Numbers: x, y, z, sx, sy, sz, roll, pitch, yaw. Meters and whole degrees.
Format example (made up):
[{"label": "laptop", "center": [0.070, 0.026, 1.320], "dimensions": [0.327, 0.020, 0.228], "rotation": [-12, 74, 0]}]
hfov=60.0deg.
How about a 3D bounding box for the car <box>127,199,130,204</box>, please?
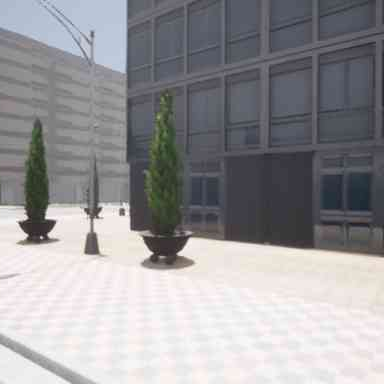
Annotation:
[{"label": "car", "center": [-8.334, 1.314, 53.800], "dimensions": [1.837, 1.490, 4.892], "rotation": [0, 0, 36]}]
